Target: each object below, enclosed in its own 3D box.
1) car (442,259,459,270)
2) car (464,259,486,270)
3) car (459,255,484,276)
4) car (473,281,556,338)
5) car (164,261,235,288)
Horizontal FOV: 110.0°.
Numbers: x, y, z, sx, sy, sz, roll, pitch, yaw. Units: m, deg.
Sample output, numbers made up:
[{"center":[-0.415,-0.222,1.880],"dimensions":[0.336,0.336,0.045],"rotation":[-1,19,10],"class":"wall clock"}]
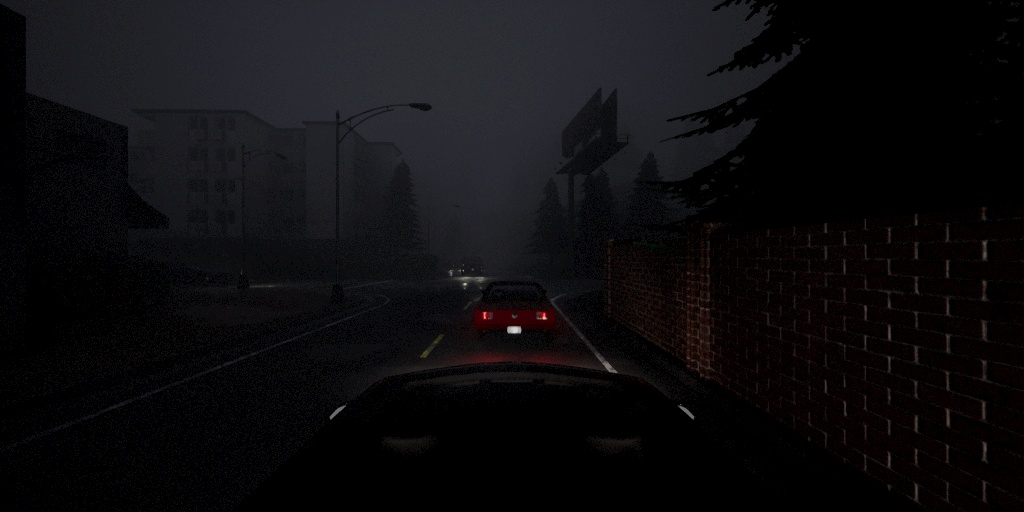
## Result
[{"center":[-8.970,1.254,53.105],"dimensions":[1.837,1.490,4.892],"rotation":[0,0,-29],"class":"car"},{"center":[-5.695,1.275,54.784],"dimensions":[1.812,1.442,4.674],"rotation":[0,0,-27],"class":"car"},{"center":[-4.252,0.966,37.816],"dimensions":[2.150,2.045,5.566],"rotation":[0,1,-8],"class":"car"},{"center":[0.060,1.351,10.168],"dimensions":[1.895,1.301,4.718],"rotation":[0,0,0],"class":"car"},{"center":[-19.419,1.051,21.367],"dimensions":[5.008,1.535,1.882],"rotation":[0,0,-1],"class":"car"}]
